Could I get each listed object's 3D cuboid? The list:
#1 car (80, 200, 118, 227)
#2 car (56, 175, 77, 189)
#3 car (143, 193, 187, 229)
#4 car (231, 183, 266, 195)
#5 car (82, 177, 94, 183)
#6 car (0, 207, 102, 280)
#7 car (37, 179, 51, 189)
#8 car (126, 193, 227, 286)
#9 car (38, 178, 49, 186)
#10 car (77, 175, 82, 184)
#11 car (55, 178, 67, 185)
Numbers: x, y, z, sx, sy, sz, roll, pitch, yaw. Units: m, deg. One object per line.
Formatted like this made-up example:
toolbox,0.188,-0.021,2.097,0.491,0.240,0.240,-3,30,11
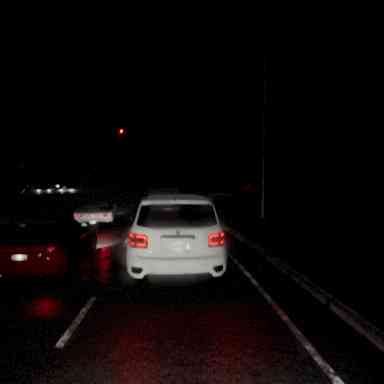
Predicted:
car,-5.114,1.070,18.217,1.895,1.301,4.718,-1,3,-9
car,-21.533,-1.651,56.956,2.150,2.045,5.566,-1,4,-23
car,-1.663,0.933,18.666,2.128,1.511,4.902,-1,3,-9
car,7.797,-0.466,45.977,5.008,1.535,1.882,1,3,-22
car,-25.718,-2.879,82.871,2.033,1.411,5.357,-2,4,-25
car,-4.030,1.372,9.420,1.994,1.385,4.181,0,2,-5
car,-24.594,-1.292,55.222,1.882,1.535,5.008,-1,4,-23
car,-0.475,1.032,9.070,2.150,2.045,5.566,0,2,-4
car,-31.322,-2.120,70.026,2.033,1.411,5.357,-2,4,-25
car,-28.906,-3.106,81.409,2.150,2.045,5.566,-2,4,-25
car,-28.242,-2.208,71.702,1.994,1.385,4.181,-2,4,-25
